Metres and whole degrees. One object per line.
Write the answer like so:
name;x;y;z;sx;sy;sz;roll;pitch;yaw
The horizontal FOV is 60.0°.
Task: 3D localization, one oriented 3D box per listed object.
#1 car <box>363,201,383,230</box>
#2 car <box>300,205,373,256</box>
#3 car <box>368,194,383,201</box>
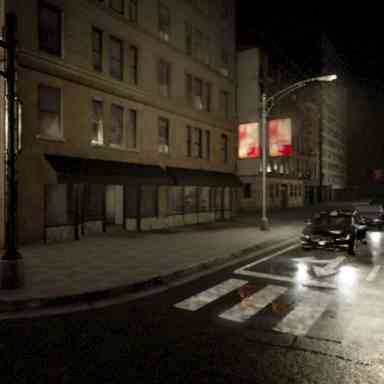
car;11.372;1.514;21.410;2.033;1.411;5.357;0;0;35
car;5.824;1.493;13.402;1.837;1.490;4.892;0;0;35
car;17.299;1.164;29.941;2.150;2.045;5.566;0;0;35
